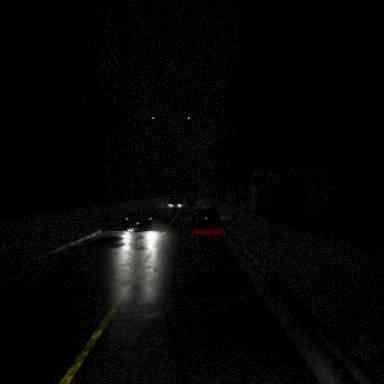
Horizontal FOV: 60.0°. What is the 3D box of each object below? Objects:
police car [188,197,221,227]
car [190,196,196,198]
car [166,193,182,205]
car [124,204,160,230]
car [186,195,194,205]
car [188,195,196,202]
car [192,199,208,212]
[{"bbox_3d":[0.897,1.431,23.232,1.930,1.638,5.238,0,0,0],"label":"police car"},{"bbox_3d":[0.895,1.469,33.313,1.801,1.575,5.366,0,0,0],"label":"car"},{"bbox_3d":[-3.037,1.287,62.486,2.150,2.045,5.566,0,0,1],"label":"car"},{"bbox_3d":[-3.103,1.530,21.381,1.812,1.442,4.674,0,0,0],"label":"car"},{"bbox_3d":[-0.009,1.409,59.924,2.097,1.767,4.553,0,0,0],"label":"car"},{"bbox_3d":[-0.012,1.476,74.956,1.882,1.535,5.008,0,0,0],"label":"car"},{"bbox_3d":[0.894,1.547,39.123,1.812,1.442,4.674,0,0,0],"label":"car"}]
